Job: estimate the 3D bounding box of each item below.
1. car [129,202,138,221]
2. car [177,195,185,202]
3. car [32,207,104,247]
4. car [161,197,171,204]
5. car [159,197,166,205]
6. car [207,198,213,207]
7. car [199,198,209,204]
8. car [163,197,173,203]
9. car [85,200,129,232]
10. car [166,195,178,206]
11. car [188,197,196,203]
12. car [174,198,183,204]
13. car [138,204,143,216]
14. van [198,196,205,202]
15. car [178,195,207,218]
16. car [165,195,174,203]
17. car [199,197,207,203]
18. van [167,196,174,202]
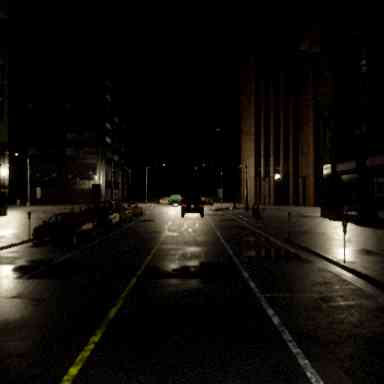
[{"bbox_3d":[-5.783,1.676,26.525,1.752,1.417,4.829,0,0,0],"label":"car"},{"bbox_3d":[-3.079,1.873,93.777,2.097,1.767,4.553,0,0,0],"label":"car"},{"bbox_3d":[-5.773,1.632,15.491,1.887,1.381,4.507,0,0,0],"label":"car"},{"bbox_3d":[-5.825,1.880,75.899,1.967,1.590,4.097,0,0,0],"label":"car"},{"bbox_3d":[-5.820,1.846,70.290,1.967,1.590,4.097,0,0,0],"label":"car"},{"bbox_3d":[2.715,1.779,59.098,1.967,1.590,4.097,0,0,0],"label":"car"},{"bbox_3d":[2.700,1.990,75.924,2.008,1.369,4.403,0,0,0],"label":"car"},{"bbox_3d":[-5.830,2.025,81.508,2.008,1.369,4.403,0,0,0],"label":"car"},{"bbox_3d":[-5.778,1.435,21.094,2.192,1.841,5.009,0,0,0],"label":"car"},{"bbox_3d":[-3.105,1.585,62.784,2.150,2.045,5.566,0,-1,0],"label":"car"},{"bbox_3d":[-0.075,2.038,89.354,2.128,1.511,4.902,0,0,0],"label":"car"},{"bbox_3d":[-3.066,2.004,77.897,1.994,1.385,4.181,0,0,0],"label":"car"},{"bbox_3d":[-5.788,1.708,32.126,1.752,1.417,4.829,0,0,0],"label":"car"},{"bbox_3d":[2.686,1.885,92.752,1.690,1.788,3.998,0,0,0],"label":"van"},{"bbox_3d":[0.052,1.406,32.599,2.150,2.045,5.566,0,0,0],"label":"car"},{"bbox_3d":[-5.834,1.824,87.118,2.192,1.841,5.009,0,0,0],"label":"car"},{"bbox_3d":[2.695,2.040,81.532,1.947,1.339,4.313,0,0,0],"label":"car"},{"bbox_3d":[-5.839,1.885,92.727,1.690,1.788,3.998,0,0,0],"label":"van"}]
